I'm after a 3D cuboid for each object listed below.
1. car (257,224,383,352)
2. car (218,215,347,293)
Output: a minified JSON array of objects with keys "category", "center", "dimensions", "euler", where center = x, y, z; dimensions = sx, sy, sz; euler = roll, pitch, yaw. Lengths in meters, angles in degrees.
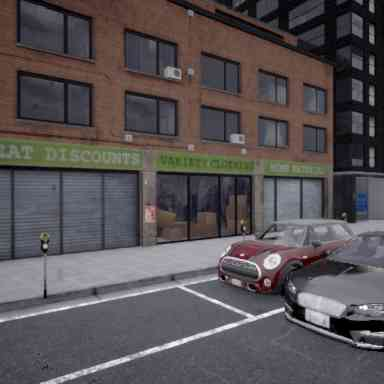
[{"category":"car","center":[3.733,1.491,6.062],"dimensions":[4.902,1.511,2.128],"euler":[0,0,-36]},{"category":"car","center":[2.584,1.439,8.400],"dimensions":[4.097,1.590,1.967],"euler":[0,0,-36]}]
